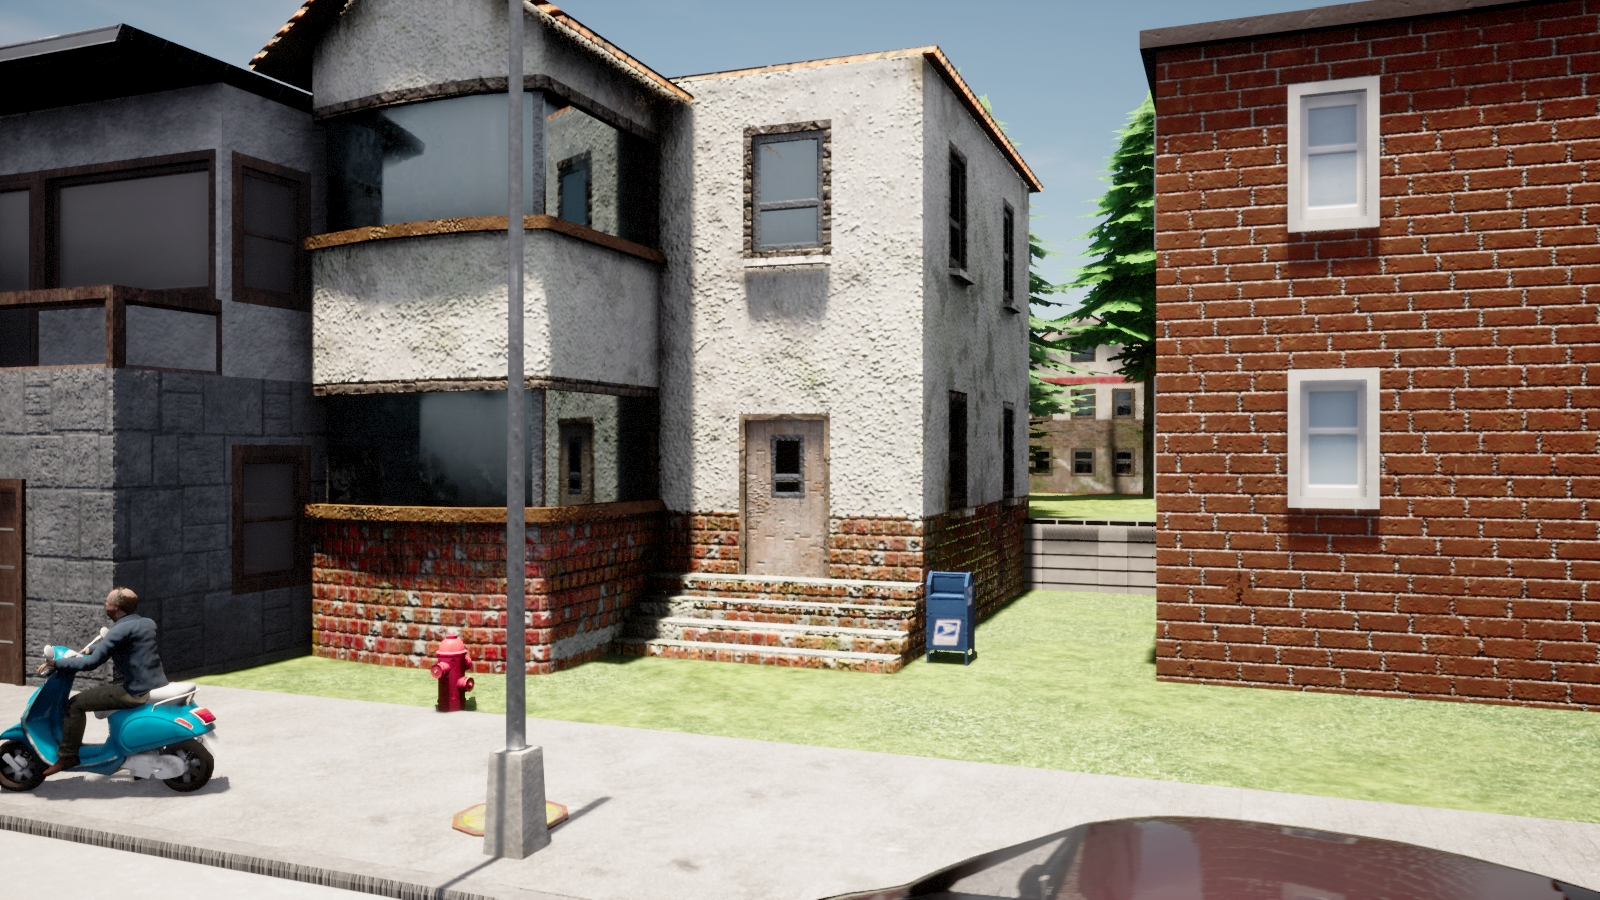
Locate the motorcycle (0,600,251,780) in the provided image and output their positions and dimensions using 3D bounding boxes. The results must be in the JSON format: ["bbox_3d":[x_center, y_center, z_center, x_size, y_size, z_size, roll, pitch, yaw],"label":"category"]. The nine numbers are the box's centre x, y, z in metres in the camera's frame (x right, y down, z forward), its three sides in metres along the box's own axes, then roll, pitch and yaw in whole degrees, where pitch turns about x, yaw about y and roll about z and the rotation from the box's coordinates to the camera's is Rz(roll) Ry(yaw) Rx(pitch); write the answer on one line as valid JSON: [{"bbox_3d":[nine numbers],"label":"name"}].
[{"bbox_3d":[-5.442,1.858,9.019,1.805,1.236,0.856,0,0,1],"label":"motorcycle"}]

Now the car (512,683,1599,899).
[{"bbox_3d":[1.198,1.807,3.539,3.705,1.549,1.789,0,0,21],"label":"car"}]
